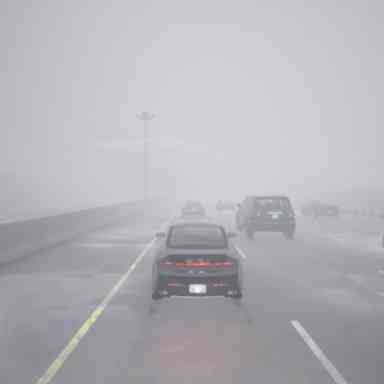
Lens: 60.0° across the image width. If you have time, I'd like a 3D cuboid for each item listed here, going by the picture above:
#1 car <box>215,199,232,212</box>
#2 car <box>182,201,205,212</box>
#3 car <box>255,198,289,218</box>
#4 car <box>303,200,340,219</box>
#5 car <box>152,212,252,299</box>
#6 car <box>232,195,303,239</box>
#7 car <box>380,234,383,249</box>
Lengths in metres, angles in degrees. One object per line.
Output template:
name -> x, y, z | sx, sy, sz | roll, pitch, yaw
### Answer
car -> 3.637, 1.458, 37.036 | 1.895, 1.301, 4.718 | 0, 0, 0
car -> 0.130, 1.448, 29.697 | 1.994, 1.385, 4.181 | 0, 0, 0
car -> 7.131, 1.363, 30.133 | 1.882, 1.535, 5.008 | 0, 0, 0
car -> 10.629, 1.373, 28.050 | 1.882, 1.535, 5.008 | 0, 0, 0
car -> 0.106, 1.472, 8.368 | 1.837, 1.490, 4.892 | 0, 0, 0
car -> 3.618, 1.155, 17.141 | 2.150, 2.045, 5.566 | 0, 0, 0
car -> 7.108, 1.570, 8.806 | 1.895, 1.301, 4.718 | 0, 0, 0
